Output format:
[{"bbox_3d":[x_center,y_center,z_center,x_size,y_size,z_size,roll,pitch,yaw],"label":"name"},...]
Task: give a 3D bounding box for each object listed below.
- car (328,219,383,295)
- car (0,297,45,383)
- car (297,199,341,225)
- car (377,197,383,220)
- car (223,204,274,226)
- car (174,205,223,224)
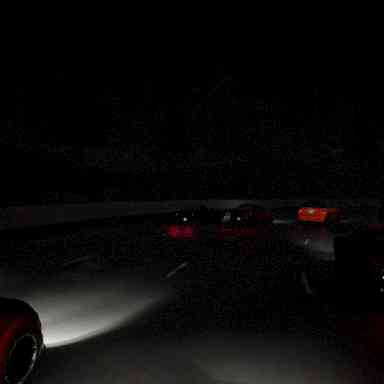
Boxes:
[{"bbox_3d":[4.944,1.637,8.536,1.895,1.301,4.718,0,0,14],"label":"car"},{"bbox_3d":[-2.980,1.544,2.605,1.994,1.385,4.181,0,0,4],"label":"car"},{"bbox_3d":[9.597,1.423,24.838,2.097,1.767,4.553,0,0,38],"label":"car"},{"bbox_3d":[17.949,1.351,28.456,5.566,2.045,2.150,0,0,-39],"label":"car"},{"bbox_3d":[4.277,1.559,23.522,1.812,1.442,4.674,0,0,33],"label":"car"},{"bbox_3d":[0.691,1.609,24.923,1.895,1.301,4.718,0,0,32],"label":"car"}]
